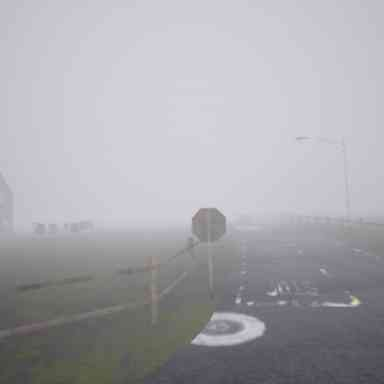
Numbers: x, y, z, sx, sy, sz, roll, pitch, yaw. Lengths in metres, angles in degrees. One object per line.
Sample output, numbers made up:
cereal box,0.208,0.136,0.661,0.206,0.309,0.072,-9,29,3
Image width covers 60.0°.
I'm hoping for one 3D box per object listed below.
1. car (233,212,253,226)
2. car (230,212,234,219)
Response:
car,7.510,3.937,47.487,2.128,1.511,4.902,-3,-3,4
car,10.591,5.711,82.241,1.882,1.535,5.008,-2,-3,-4
